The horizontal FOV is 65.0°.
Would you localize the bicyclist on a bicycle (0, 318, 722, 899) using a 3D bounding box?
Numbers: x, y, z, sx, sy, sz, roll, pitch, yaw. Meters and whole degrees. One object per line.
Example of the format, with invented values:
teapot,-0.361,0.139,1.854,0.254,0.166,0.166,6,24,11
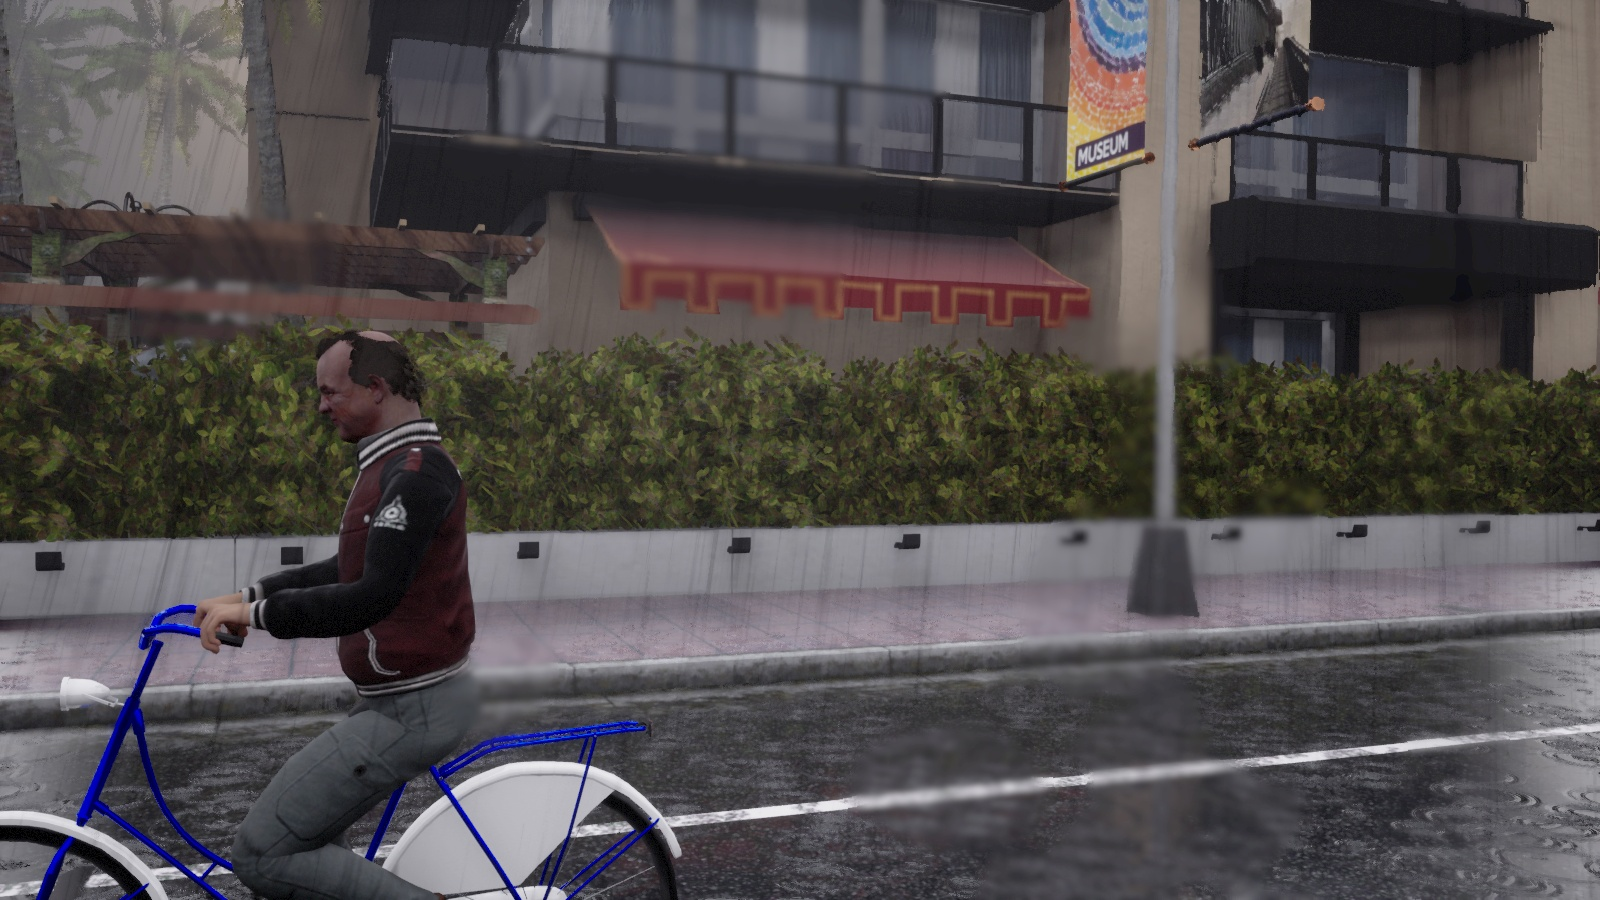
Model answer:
bicyclist on a bicycle,-1.157,0.636,2.793,1.843,1.776,0.659,-1,1,-21
